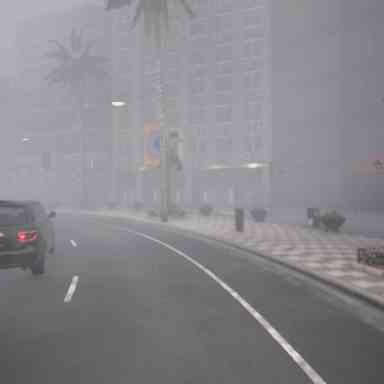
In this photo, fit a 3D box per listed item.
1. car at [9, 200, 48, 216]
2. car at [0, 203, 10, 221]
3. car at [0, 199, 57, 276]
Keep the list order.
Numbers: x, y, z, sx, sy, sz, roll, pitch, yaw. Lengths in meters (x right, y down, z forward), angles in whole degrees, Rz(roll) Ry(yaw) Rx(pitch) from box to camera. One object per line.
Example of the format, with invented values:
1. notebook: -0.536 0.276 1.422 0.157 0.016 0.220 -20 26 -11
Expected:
1. car: -16.607 1.532 33.671 4.674 1.442 1.812 0 0 39
2. car: -16.936 1.625 27.582 4.718 1.301 1.895 0 0 44
3. car: -5.510 1.227 10.174 2.150 2.045 5.566 0 0 -18
